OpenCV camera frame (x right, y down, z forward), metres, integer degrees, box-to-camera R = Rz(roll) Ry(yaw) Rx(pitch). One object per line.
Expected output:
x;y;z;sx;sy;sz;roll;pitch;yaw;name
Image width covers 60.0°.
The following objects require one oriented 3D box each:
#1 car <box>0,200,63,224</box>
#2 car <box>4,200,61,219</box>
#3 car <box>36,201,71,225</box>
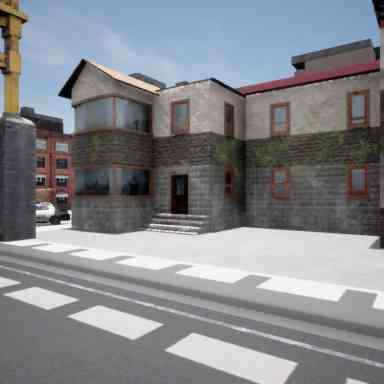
-12.077;1.453;25.492;2.038;1.542;4.974;0;0;5;car
-12.072;1.295;25.544;1.853;1.218;4.536;0;0;5;car
-10.700;1.295;22.028;4.536;1.218;1.853;0;0;-25;car
